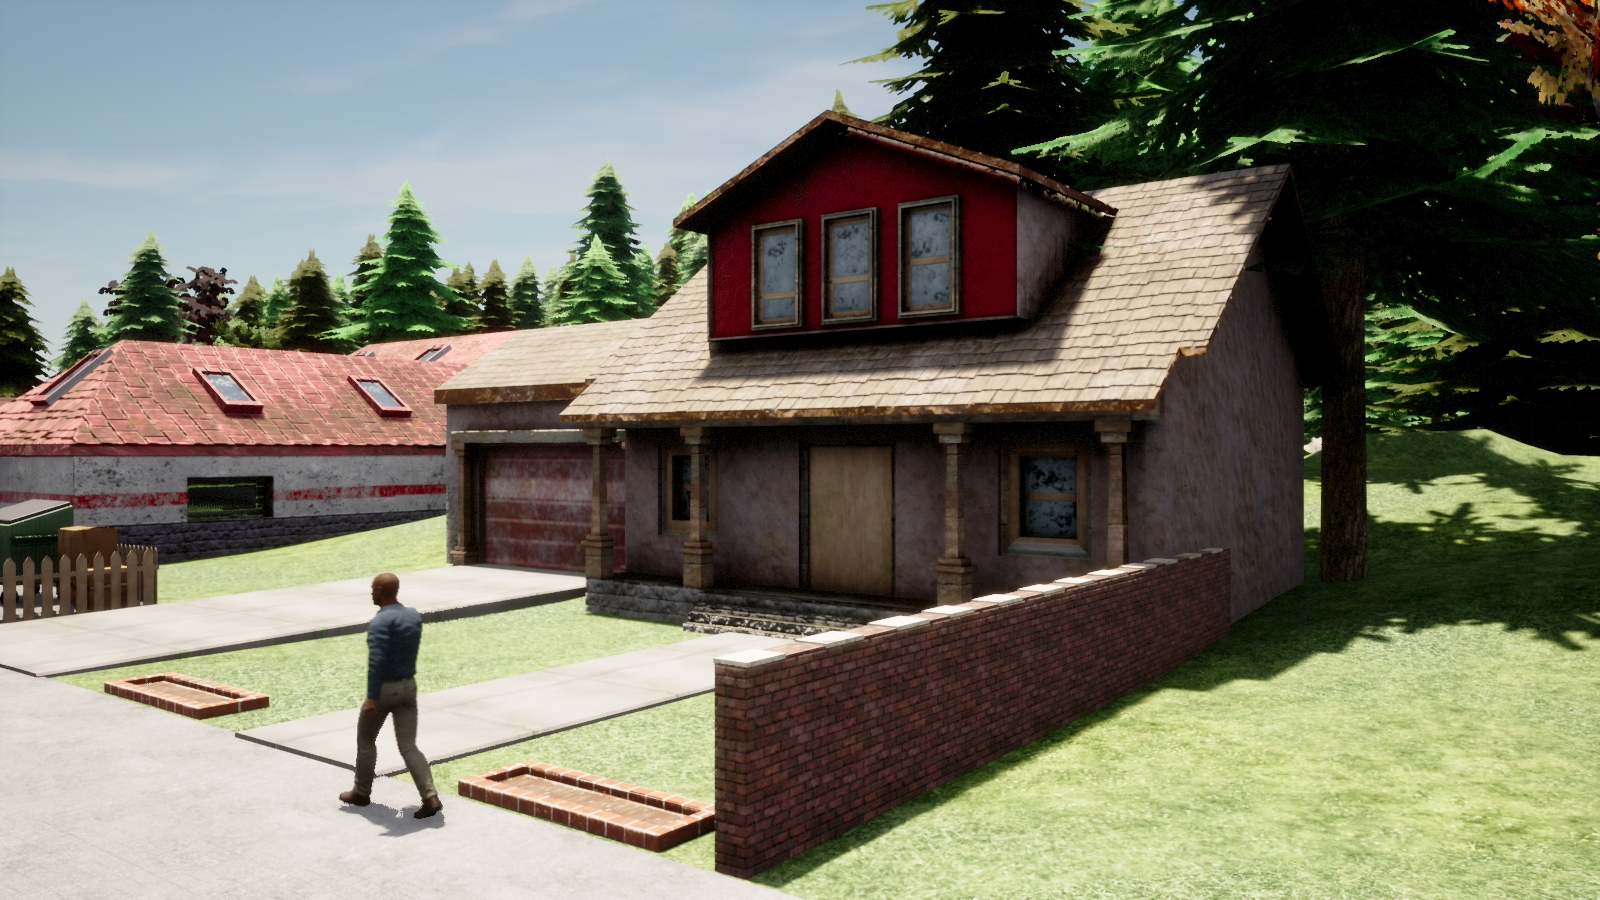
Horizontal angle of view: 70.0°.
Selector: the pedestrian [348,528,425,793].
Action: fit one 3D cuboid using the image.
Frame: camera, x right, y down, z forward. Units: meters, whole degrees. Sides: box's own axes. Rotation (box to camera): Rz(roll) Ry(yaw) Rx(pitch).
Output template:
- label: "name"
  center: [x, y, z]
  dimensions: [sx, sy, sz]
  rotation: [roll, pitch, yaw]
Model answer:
- label: "pedestrian"
  center: [-3.051, 1.524, 8.439]
  dimensions: [0.375, 1.860, 0.375]
  rotation: [0, 0, 27]
